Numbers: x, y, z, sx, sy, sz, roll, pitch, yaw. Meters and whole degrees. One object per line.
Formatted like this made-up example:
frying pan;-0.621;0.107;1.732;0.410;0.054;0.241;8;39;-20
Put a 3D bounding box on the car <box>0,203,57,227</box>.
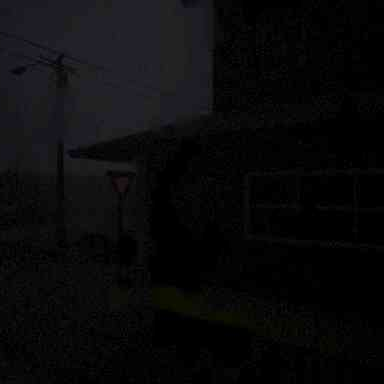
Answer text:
car;-10.709;1.484;20.862;1.882;1.535;5.008;0;0;37
